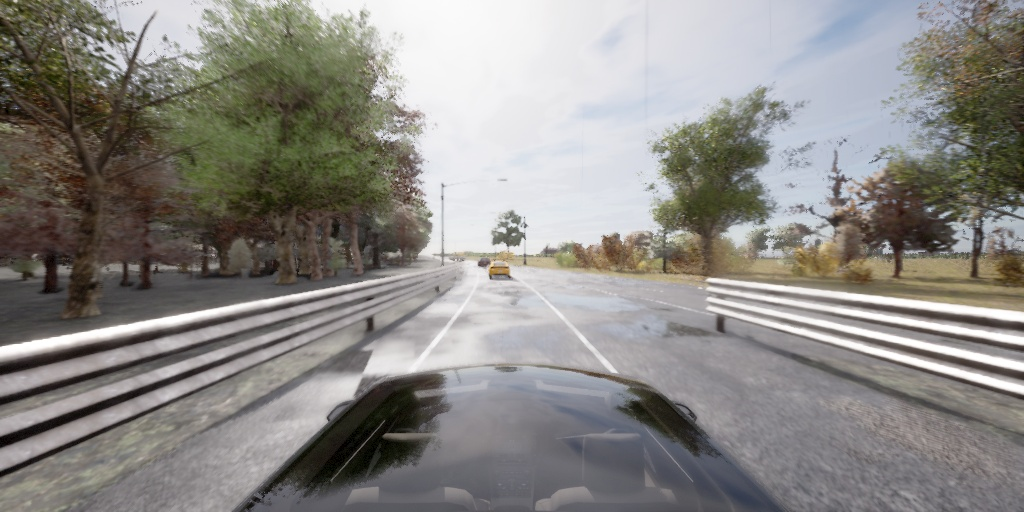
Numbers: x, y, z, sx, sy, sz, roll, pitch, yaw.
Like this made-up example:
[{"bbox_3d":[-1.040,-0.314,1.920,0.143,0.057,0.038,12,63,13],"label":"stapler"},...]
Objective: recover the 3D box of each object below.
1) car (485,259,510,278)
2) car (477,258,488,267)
[{"bbox_3d":[-1.295,1.233,34.257,1.882,1.535,5.008,0,0,-5],"label":"car"},{"bbox_3d":[-4.980,1.052,62.644,2.097,1.767,4.553,0,0,-10],"label":"car"}]
